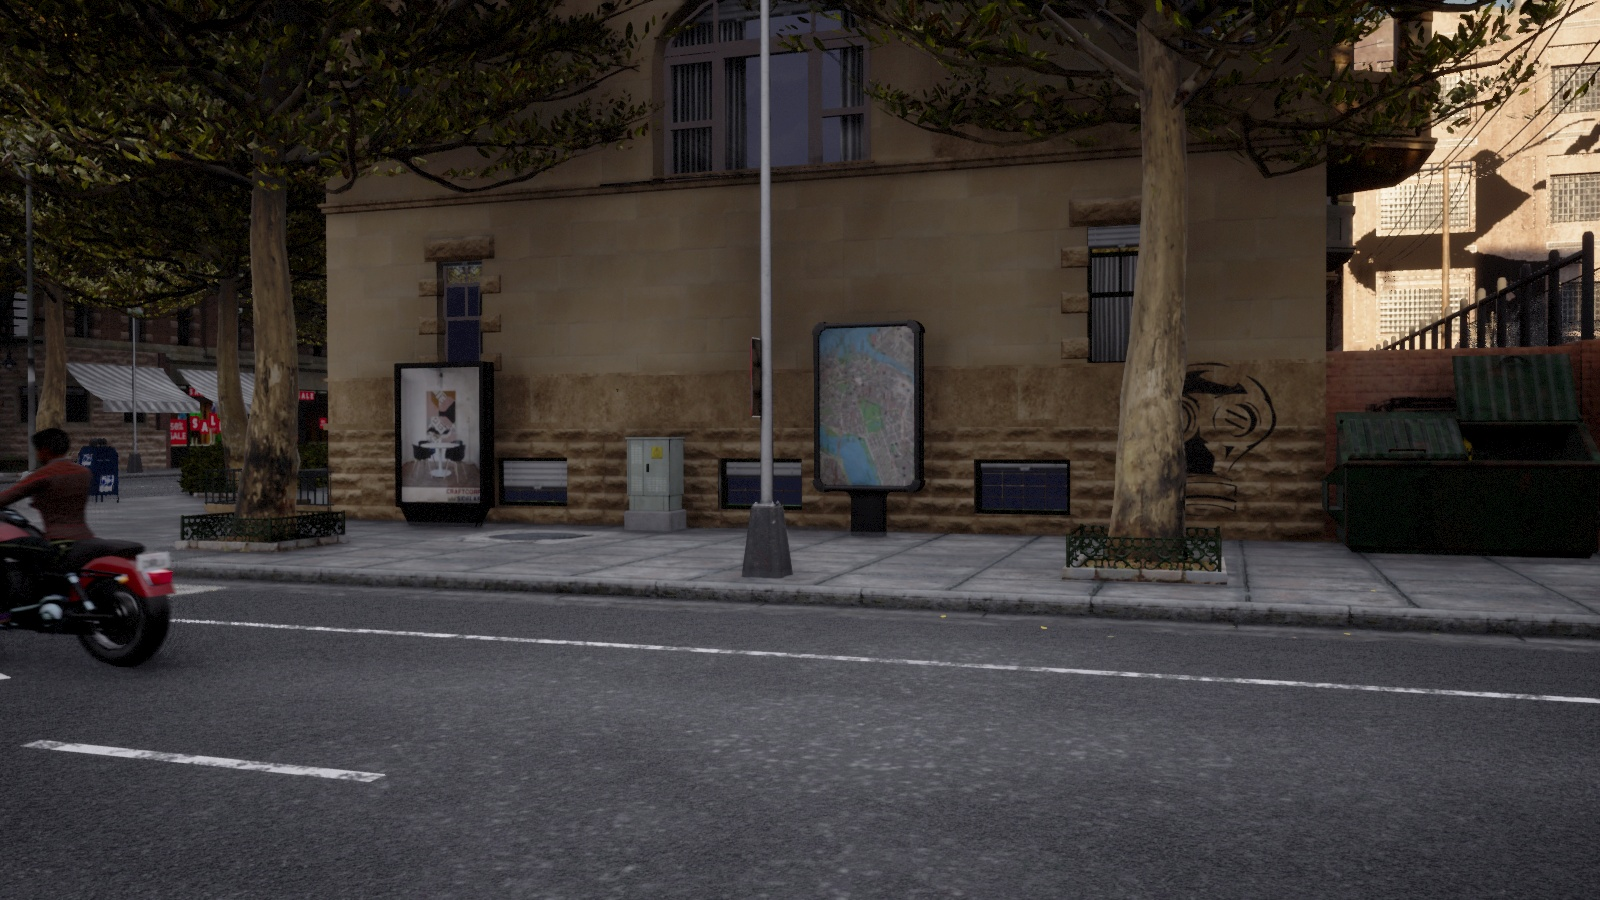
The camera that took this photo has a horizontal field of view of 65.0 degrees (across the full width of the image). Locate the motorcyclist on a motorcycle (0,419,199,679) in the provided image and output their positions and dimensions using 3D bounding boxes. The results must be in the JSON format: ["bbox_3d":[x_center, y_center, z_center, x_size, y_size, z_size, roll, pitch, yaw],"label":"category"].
[{"bbox_3d":[-5.393,0.617,8.693,2.350,1.649,0.766,0,1,19],"label":"motorcyclist on a motorcycle"}]
